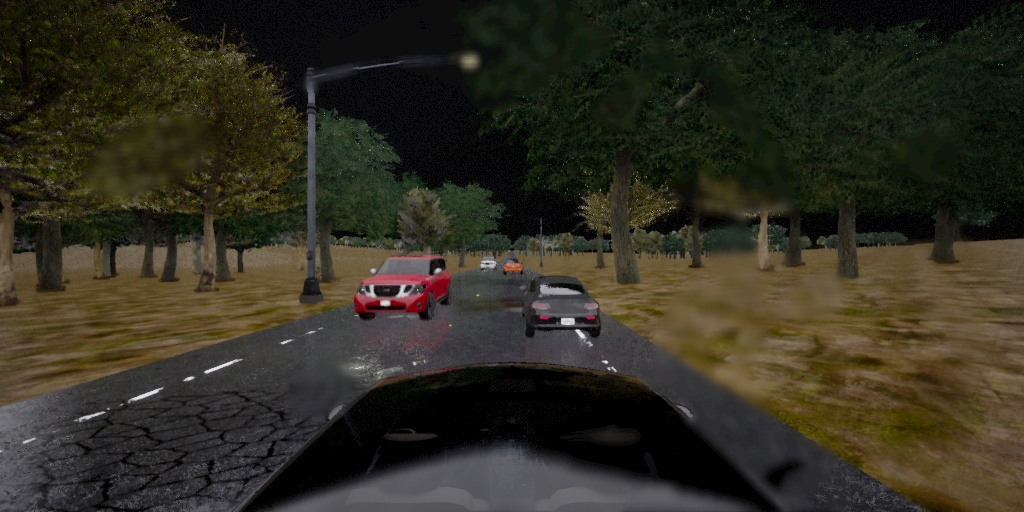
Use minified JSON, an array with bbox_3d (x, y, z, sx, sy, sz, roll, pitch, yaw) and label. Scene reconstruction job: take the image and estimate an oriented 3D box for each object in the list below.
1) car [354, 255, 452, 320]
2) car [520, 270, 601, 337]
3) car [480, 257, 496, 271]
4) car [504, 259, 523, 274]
[{"bbox_3d":[-3.585,0.977,12.923,2.150,2.045,5.566,0,0,0],"label":"car"},{"bbox_3d":[1.236,1.280,10.212,1.812,1.442,4.674,0,0,0],"label":"car"},{"bbox_3d":[-3.528,1.128,53.986,2.150,2.045,5.566,0,-1,0],"label":"car"},{"bbox_3d":[0.134,1.136,41.058,2.097,1.767,4.553,0,0,0],"label":"car"}]
